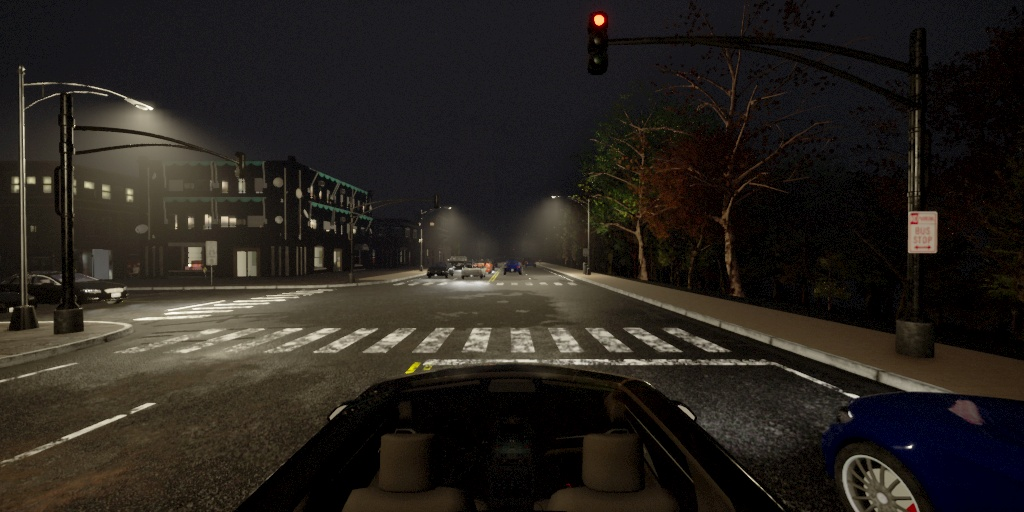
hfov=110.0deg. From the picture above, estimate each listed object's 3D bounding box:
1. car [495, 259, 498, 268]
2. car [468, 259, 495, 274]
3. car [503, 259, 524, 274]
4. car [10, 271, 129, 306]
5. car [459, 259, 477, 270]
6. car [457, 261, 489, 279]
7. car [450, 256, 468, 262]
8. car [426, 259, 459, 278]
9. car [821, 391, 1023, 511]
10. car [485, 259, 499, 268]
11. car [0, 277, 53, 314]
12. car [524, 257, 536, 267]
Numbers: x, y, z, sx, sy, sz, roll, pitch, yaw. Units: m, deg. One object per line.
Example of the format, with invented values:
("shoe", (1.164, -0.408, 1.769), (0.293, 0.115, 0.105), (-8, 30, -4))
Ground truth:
("car", (-3.420, 1.234, 51.283), (2.128, 1.511, 4.902), (0, 0, 0))
("car", (-3.410, 1.097, 41.251), (2.097, 1.767, 4.553), (0, 0, 0))
("car", (0.041, 1.271, 40.136), (1.812, 1.442, 4.674), (0, 0, 0))
("car", (-19.646, 1.463, 15.564), (4.902, 1.511, 2.128), (-1, 1, 0))
("car", (-6.678, 1.234, 54.640), (2.128, 1.511, 4.902), (0, 0, 0))
("car", (-3.397, 1.348, 32.280), (1.895, 1.301, 4.718), (0, 0, 0))
("car", (-6.660, 0.966, 44.236), (2.150, 2.045, 5.566), (0, 0, 0))
("car", (-6.648, 1.294, 34.000), (2.033, 1.411, 5.357), (0, 0, 0))
("car", (3.357, 1.276, 0.884), (1.812, 1.442, 4.674), (0, 0, 1))
("car", (-3.411, 1.232, 61.703), (2.128, 1.511, 4.902), (0, 0, 0))
("car", (-19.966, 1.567, 12.856), (4.313, 1.339, 1.948), (0, 0, 0))
("car", (3.247, 1.287, 63.689), (2.033, 1.411, 5.357), (0, 0, 0))
